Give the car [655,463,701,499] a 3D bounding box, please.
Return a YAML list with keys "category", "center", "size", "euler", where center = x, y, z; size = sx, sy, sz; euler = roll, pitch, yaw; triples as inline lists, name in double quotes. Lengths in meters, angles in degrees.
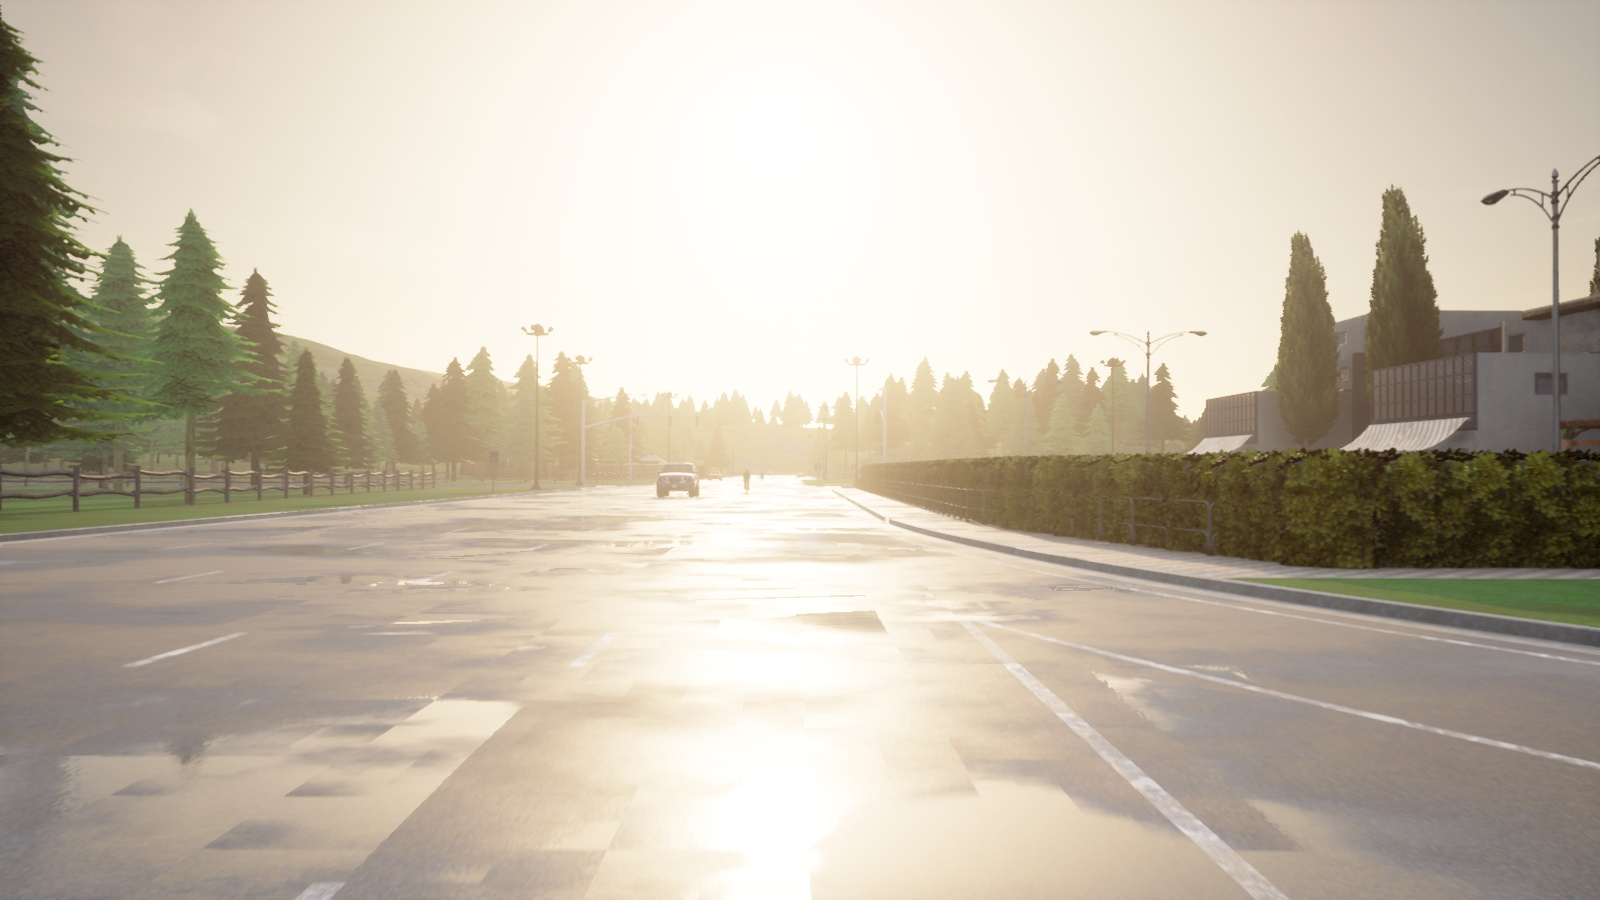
- category: "car"
  center: [-7.174, 1.805, 74.365]
  size: [2.150, 2.045, 5.566]
  euler: [0, -1, 0]
